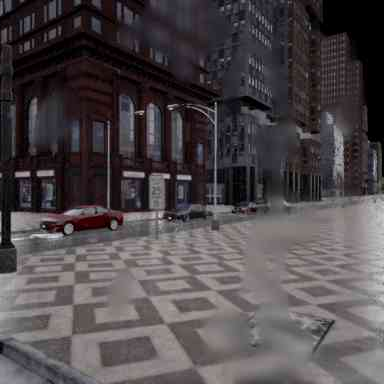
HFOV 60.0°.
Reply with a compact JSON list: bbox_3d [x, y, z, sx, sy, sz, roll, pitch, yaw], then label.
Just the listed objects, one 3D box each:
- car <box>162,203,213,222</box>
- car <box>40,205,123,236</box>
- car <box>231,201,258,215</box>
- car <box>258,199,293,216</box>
[{"bbox_3d":[-0.205,1.665,28.071,2.033,1.411,5.357,0,0,35],"label":"car"},{"bbox_3d":[-6.307,1.546,19.480,1.882,1.535,5.008,0,0,36],"label":"car"},{"bbox_3d":[5.985,1.731,36.759,1.994,1.385,4.181,0,0,35],"label":"car"},{"bbox_3d":[9.301,1.541,35.921,2.097,1.767,4.553,0,0,35],"label":"car"}]
